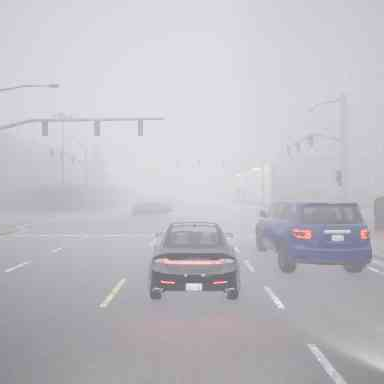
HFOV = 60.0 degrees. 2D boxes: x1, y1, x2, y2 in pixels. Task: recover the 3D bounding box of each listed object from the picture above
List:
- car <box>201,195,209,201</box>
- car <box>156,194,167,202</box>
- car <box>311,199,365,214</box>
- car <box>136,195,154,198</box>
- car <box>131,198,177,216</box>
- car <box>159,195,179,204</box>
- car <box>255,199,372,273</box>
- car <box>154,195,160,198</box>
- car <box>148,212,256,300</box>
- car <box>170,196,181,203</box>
[{"bbox_3d":[3.485,1.525,88.830,2.128,1.511,4.902,0,0,0],"label":"car"},{"bbox_3d":[-7.013,1.355,76.464,2.097,1.767,4.553,0,0,0],"label":"car"},{"bbox_3d":[15.577,1.560,35.638,4.892,1.490,1.837,0,0,0],"label":"car"},{"bbox_3d":[-7.153,1.352,47.272,2.097,1.767,4.553,0,0,2],"label":"car"},{"bbox_3d":[-3.928,1.588,32.866,4.181,1.385,1.994,0,0,-43],"label":"car"},{"bbox_3d":[-3.595,1.547,51.890,2.033,1.411,5.357,0,0,0],"label":"car"},{"bbox_3d":[3.570,1.221,10.841,2.150,2.045,5.566,0,0,0],"label":"car"},{"bbox_3d":[-7.094,1.352,56.096,2.097,1.767,4.553,0,0,0],"label":"car"},{"bbox_3d":[0.055,1.492,8.396,2.128,1.511,4.902,0,0,0],"label":"car"},{"bbox_3d":[-3.512,1.540,71.885,2.033,1.411,5.357,0,0,0],"label":"car"}]
